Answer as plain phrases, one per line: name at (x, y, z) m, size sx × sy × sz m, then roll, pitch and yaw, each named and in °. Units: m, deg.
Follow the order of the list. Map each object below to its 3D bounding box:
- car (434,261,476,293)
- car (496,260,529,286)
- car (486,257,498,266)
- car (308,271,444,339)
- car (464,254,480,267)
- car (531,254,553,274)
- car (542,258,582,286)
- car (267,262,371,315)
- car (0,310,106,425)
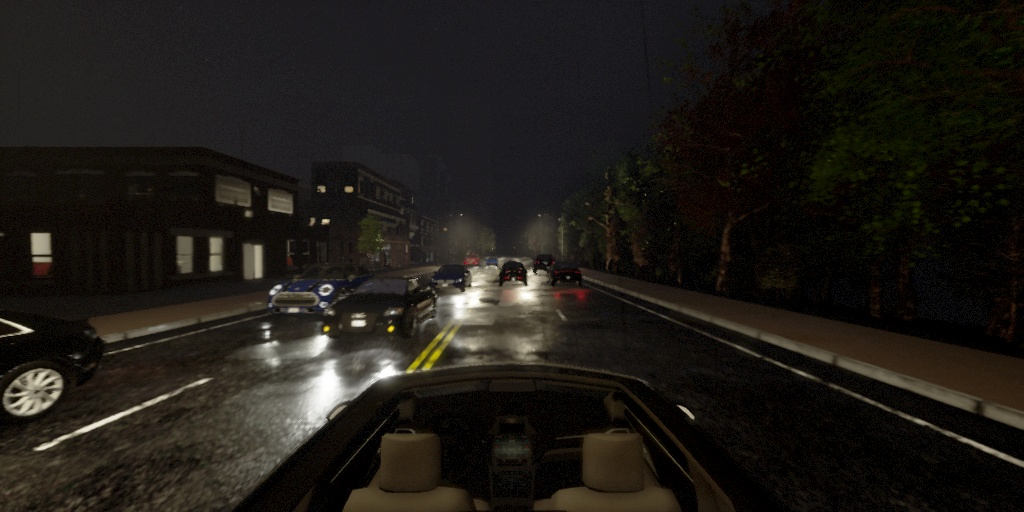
car at (-3.317, 1.180, 20.190) m, size 1.812 × 1.442 × 4.674 m, roll 0°, pitch 0°, yaw 0°
car at (0.092, 1.138, 24.039) m, size 1.837 × 1.490 × 4.892 m, roll 0°, pitch 0°, yaw 0°
car at (-3.296, 0.924, 59.617) m, size 1.882 × 1.535 × 5.008 m, roll 0°, pitch 0°, yaw 0°
car at (-3.343, 1.273, 9.813) m, size 1.994 × 1.385 × 4.181 m, roll 0°, pitch 0°, yaw 0°
car at (-6.545, 0.688, 59.606) m, size 2.150 × 2.045 × 5.566 m, roll 0°, pitch 0°, yaw 1°
car at (3.285, 0.785, 37.572) m, size 2.150 × 2.045 × 5.566 m, roll 0°, pitch 1°, yaw 1°
car at (3.343, 1.114, 23.692) m, size 1.882 × 1.535 × 5.008 m, roll 0°, pitch 0°, yaw 0°
car at (-6.590, 1.044, 13.081) m, size 2.097 × 1.767 × 4.553 m, roll 0°, pitch 0°, yaw 0°
car at (-6.599, 1.249, 2.906) m, size 1.837 × 1.490 × 4.892 m, roll 0°, pitch 0°, yaw 0°
